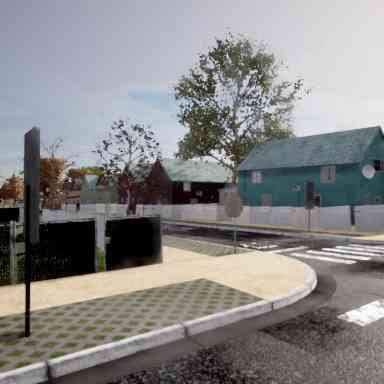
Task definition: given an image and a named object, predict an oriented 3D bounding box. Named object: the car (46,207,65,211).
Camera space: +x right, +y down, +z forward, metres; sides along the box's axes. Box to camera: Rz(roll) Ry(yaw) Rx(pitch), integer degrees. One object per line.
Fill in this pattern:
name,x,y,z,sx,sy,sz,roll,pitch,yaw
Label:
car,-19.307,2.757,46.622,1.895,1.301,4.718,1,-2,-35
